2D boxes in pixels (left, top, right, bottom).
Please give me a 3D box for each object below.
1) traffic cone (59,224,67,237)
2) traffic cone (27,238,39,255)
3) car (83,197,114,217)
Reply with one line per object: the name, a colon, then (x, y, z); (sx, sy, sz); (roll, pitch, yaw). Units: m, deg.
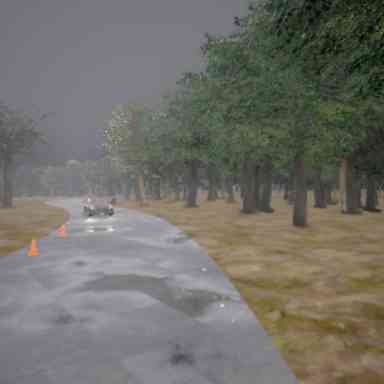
traffic cone: (-6.493, 1.927, 16.769); (0.340, 0.580, 0.340); (0, 0, -11)
traffic cone: (-5.708, 1.949, 11.973); (0.340, 0.580, 0.340); (0, 0, -8)
car: (-8.507, 1.247, 30.011); (2.097, 1.767, 4.553); (0, 0, -25)
